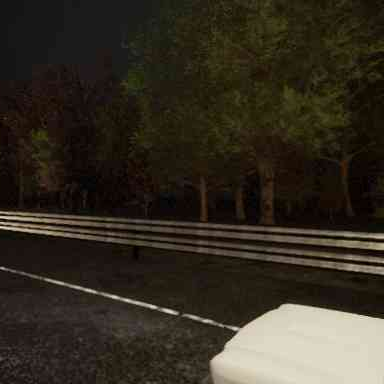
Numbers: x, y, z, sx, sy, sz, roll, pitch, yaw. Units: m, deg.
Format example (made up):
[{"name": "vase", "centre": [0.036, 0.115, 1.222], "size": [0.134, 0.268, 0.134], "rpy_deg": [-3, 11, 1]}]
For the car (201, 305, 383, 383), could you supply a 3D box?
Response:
[{"name": "car", "centre": [2.411, 1.596, 2.270], "size": [4.718, 1.301, 1.895], "rpy_deg": [0, 0, 35]}]
